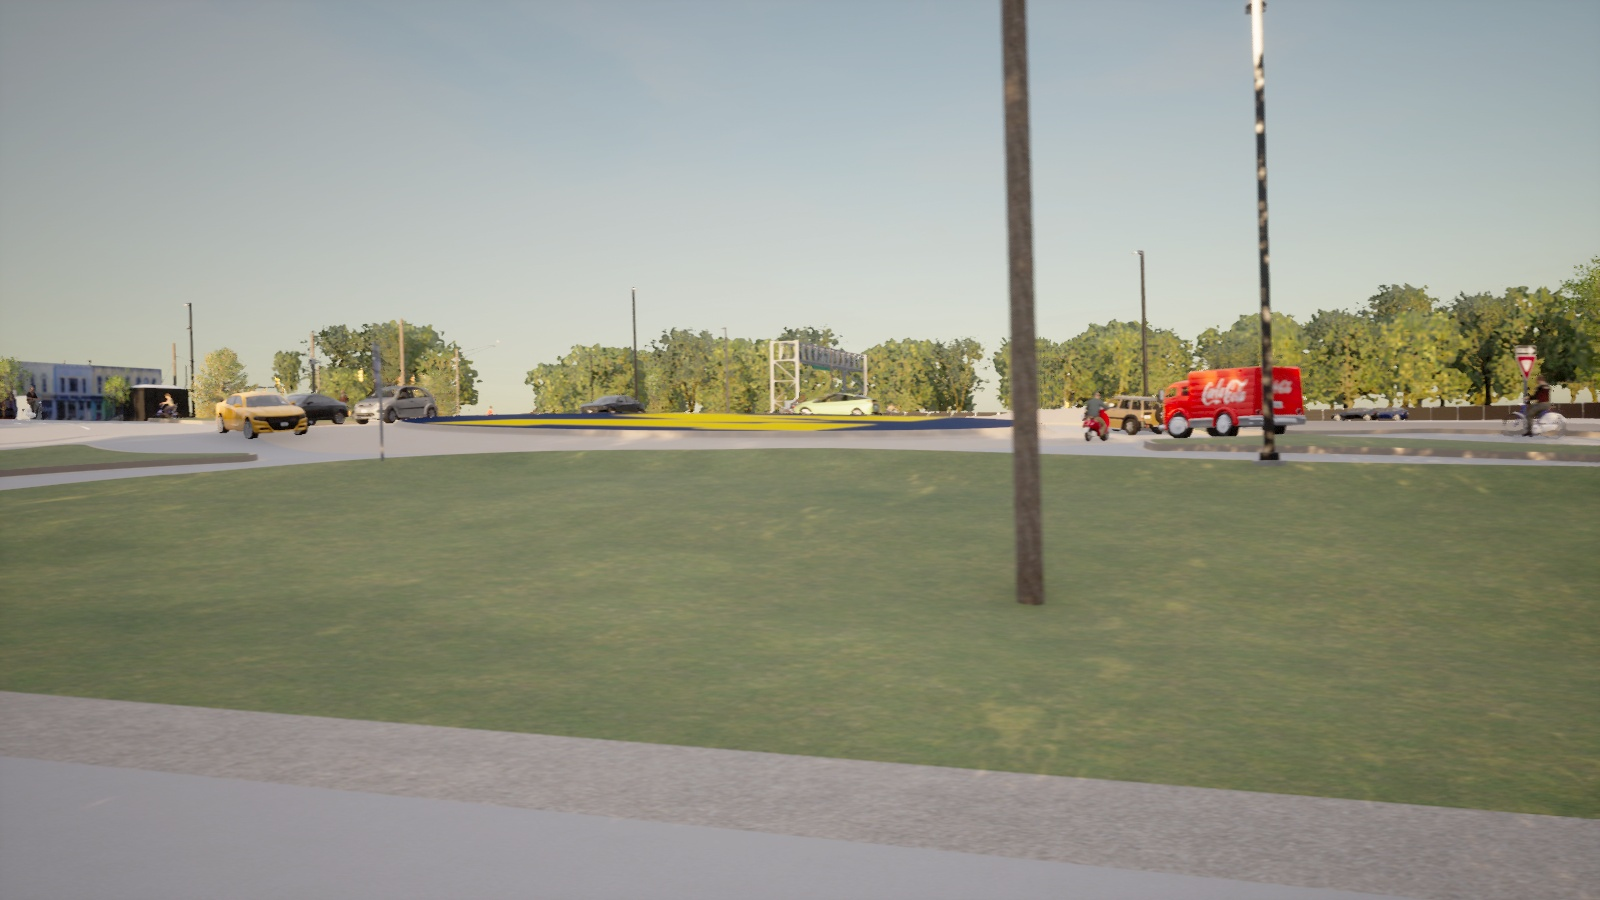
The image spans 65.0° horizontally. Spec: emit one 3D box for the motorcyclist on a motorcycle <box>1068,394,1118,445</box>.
[{"bbox_3d":[9.605,-1.006,41.078,0.866,1.590,1.817,3,3,38],"label":"motorcyclist on a motorcycle"}]

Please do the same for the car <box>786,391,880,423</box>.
[{"bbox_3d":[1.764,-2.269,66.430,4.514,1.525,2.007,2,0,20],"label":"car"}]

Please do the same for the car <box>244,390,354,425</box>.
[{"bbox_3d":[-22.241,-1.934,55.959,1.812,1.442,4.674,-1,2,20],"label":"car"}]

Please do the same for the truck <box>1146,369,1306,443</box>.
[{"bbox_3d":[15.364,-1.538,45.666,2.627,2.467,5.204,-1,0,-24],"label":"truck"}]

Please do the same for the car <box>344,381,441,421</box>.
[{"bbox_3d":[-17.678,-2.146,54.713,1.851,1.617,3.988,-1,2,21],"label":"car"}]

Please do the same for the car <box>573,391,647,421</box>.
[{"bbox_3d":[-10.806,-2.479,71.775,1.882,1.535,5.008,-1,-1,22],"label":"car"}]

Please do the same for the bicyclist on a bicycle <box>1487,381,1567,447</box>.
[{"bbox_3d":[20.228,-1.025,34.969,0.659,1.776,1.843,-1,3,-23],"label":"bicyclist on a bicycle"}]

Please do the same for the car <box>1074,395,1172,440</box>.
[{"bbox_3d":[15.537,-1.611,60.621,1.932,1.855,4.605,-1,5,-28],"label":"car"}]

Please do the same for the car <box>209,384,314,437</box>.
[{"bbox_3d":[-19.005,-1.443,44.198,1.882,1.535,5.008,-5,8,-40],"label":"car"}]
